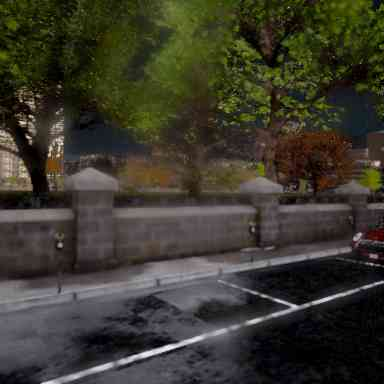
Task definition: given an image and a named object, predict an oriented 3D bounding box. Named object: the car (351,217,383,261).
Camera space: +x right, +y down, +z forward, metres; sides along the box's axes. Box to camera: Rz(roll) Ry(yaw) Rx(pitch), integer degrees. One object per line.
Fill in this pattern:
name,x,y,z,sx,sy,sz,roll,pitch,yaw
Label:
car,7.509,1.577,11.920,4.097,1.590,1.967,1,-1,-36
